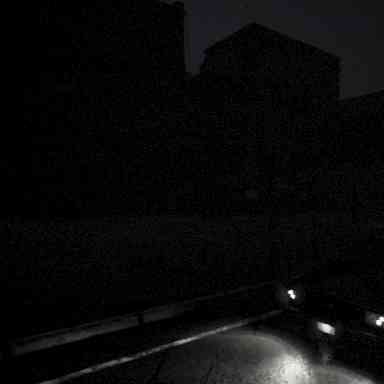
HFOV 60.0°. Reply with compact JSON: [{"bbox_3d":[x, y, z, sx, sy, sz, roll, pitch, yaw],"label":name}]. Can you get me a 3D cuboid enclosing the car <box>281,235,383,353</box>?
[{"bbox_3d":[4.074,1.562,6.292,5.357,1.411,2.033,0,0,-36],"label":"car"}]
